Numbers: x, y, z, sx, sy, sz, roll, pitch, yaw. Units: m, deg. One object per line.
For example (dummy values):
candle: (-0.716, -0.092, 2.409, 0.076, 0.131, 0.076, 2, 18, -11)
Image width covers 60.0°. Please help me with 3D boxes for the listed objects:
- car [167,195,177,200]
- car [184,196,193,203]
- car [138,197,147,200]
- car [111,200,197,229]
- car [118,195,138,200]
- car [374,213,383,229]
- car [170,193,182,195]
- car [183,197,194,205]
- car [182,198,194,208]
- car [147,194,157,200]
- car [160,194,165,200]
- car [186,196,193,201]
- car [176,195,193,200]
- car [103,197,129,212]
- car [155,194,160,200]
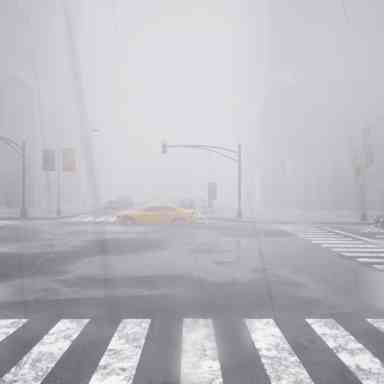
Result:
car: (-3.433, 1.670, 65.640, 1.895, 1.301, 4.718, 0, 0, 0)
car: (-0.703, 1.611, 71.748, 1.752, 1.417, 4.829, 0, 0, 0)
car: (-9.147, 1.569, 55.098, 1.752, 1.417, 4.829, 0, 0, 0)
car: (-2.205, 1.465, 20.888, 5.008, 1.535, 1.882, 1, 0, 0)
car: (-9.097, 1.334, 44.417, 2.192, 1.841, 5.009, 0, 0, 0)
car: (14.032, 1.573, 20.955, 4.553, 1.767, 2.097, 1, 0, 0)
car: (-3.481, 1.557, 75.608, 1.837, 1.490, 4.892, 0, 0, 0)
car: (-0.650, 1.602, 60.728, 1.887, 1.381, 4.507, 0, 0, 0)
car: (-0.597, 1.613, 49.878, 1.802, 1.307, 4.206, 0, 0, 0)
car: (-9.227, 1.667, 71.546, 1.802, 1.307, 4.206, 0, 0, 0)
car: (-9.332, 1.693, 93.249, 1.887, 1.381, 4.507, 0, 0, 0)
car: (-0.808, 1.693, 93.278, 1.887, 1.381, 4.507, 0, 0, 0)
car: (-0.545, 1.447, 39.029, 1.967, 1.590, 4.097, 0, 0, 0)
car: (-9.070, 1.573, 38.990, 1.947, 1.339, 4.313, 0, 0, 0)
car: (-9.254, 1.415, 76.973, 2.192, 1.841, 5.009, 0, 0, 0)
